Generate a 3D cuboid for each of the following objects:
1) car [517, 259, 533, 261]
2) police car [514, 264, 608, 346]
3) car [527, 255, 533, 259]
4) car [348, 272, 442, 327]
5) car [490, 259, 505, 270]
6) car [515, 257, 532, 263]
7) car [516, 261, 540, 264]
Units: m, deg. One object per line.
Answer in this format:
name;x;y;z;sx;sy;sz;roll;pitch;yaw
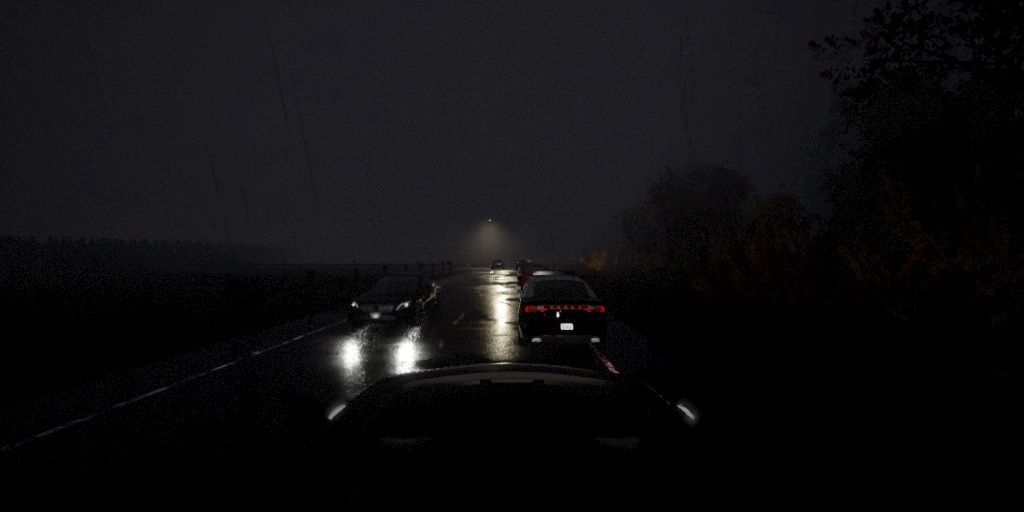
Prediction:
car;1.421;1.218;25.410;1.882;1.535;5.008;0;0;2
police car;1.098;1.173;9.576;1.930;1.638;5.238;0;0;1
car;2.150;1.060;61.096;2.097;1.767;4.553;0;0;4
car;-3.508;1.273;11.614;1.812;1.442;4.674;0;0;1
car;-1.972;1.223;50.288;1.837;1.490;4.892;0;0;3
car;1.444;1.226;49.164;1.837;1.490;4.892;0;0;4
car;1.265;1.221;19.432;1.882;1.535;5.008;0;0;1
